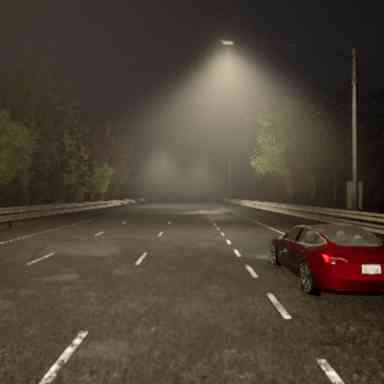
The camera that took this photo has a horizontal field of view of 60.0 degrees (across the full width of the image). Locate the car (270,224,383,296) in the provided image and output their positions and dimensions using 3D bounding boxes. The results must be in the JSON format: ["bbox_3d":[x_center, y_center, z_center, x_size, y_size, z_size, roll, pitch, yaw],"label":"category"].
[{"bbox_3d":[3.491,1.564,8.821,2.163,1.488,4.792,0,0,0],"label":"car"}]
